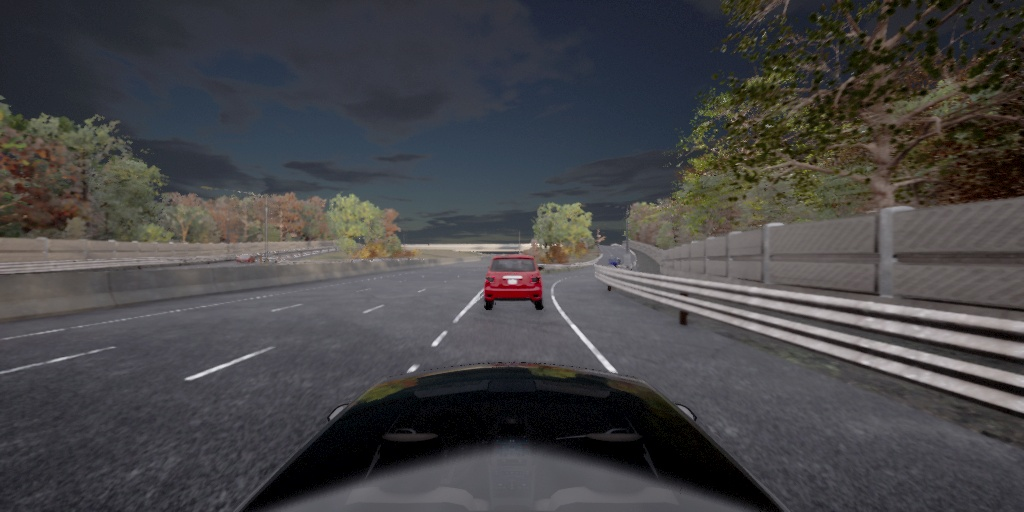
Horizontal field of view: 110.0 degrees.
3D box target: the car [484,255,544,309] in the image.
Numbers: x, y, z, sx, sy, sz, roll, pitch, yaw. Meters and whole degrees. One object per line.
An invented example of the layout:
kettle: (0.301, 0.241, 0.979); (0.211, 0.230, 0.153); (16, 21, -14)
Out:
car: (0.153, 0.983, 15.052); (2.150, 2.045, 5.566); (0, 0, 3)
